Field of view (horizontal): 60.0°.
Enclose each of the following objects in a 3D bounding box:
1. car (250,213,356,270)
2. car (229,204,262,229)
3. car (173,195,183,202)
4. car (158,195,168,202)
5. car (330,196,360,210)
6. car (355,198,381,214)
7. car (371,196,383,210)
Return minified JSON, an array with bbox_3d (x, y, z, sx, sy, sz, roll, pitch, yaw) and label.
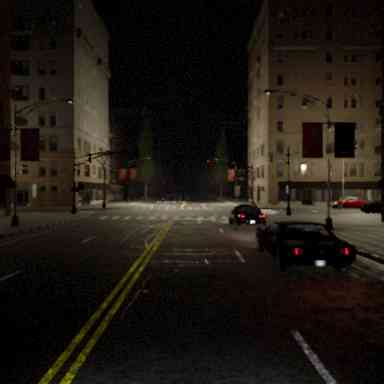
[{"bbox_3d":[3.378,1.581,10.959,1.895,1.301,4.718,0,0,0],"label":"car"},{"bbox_3d":[3.403,1.487,20.954,1.812,1.442,4.674,0,0,0],"label":"car"},{"bbox_3d":[-3.070,1.326,73.130,1.882,1.535,5.008,0,0,0],"label":"car"},{"bbox_3d":[-6.320,1.348,73.138,1.837,1.490,4.892,0,0,0],"label":"car"},{"bbox_3d":[19.017,1.342,40.864,4.097,1.590,1.967,0,0,0],"label":"car"},{"bbox_3d":[18.956,1.517,32.840,4.313,1.339,1.947,0,0,0],"label":"car"},{"bbox_3d":[24.527,1.341,40.822,4.097,1.590,1.967,0,0,0],"label":"car"}]
